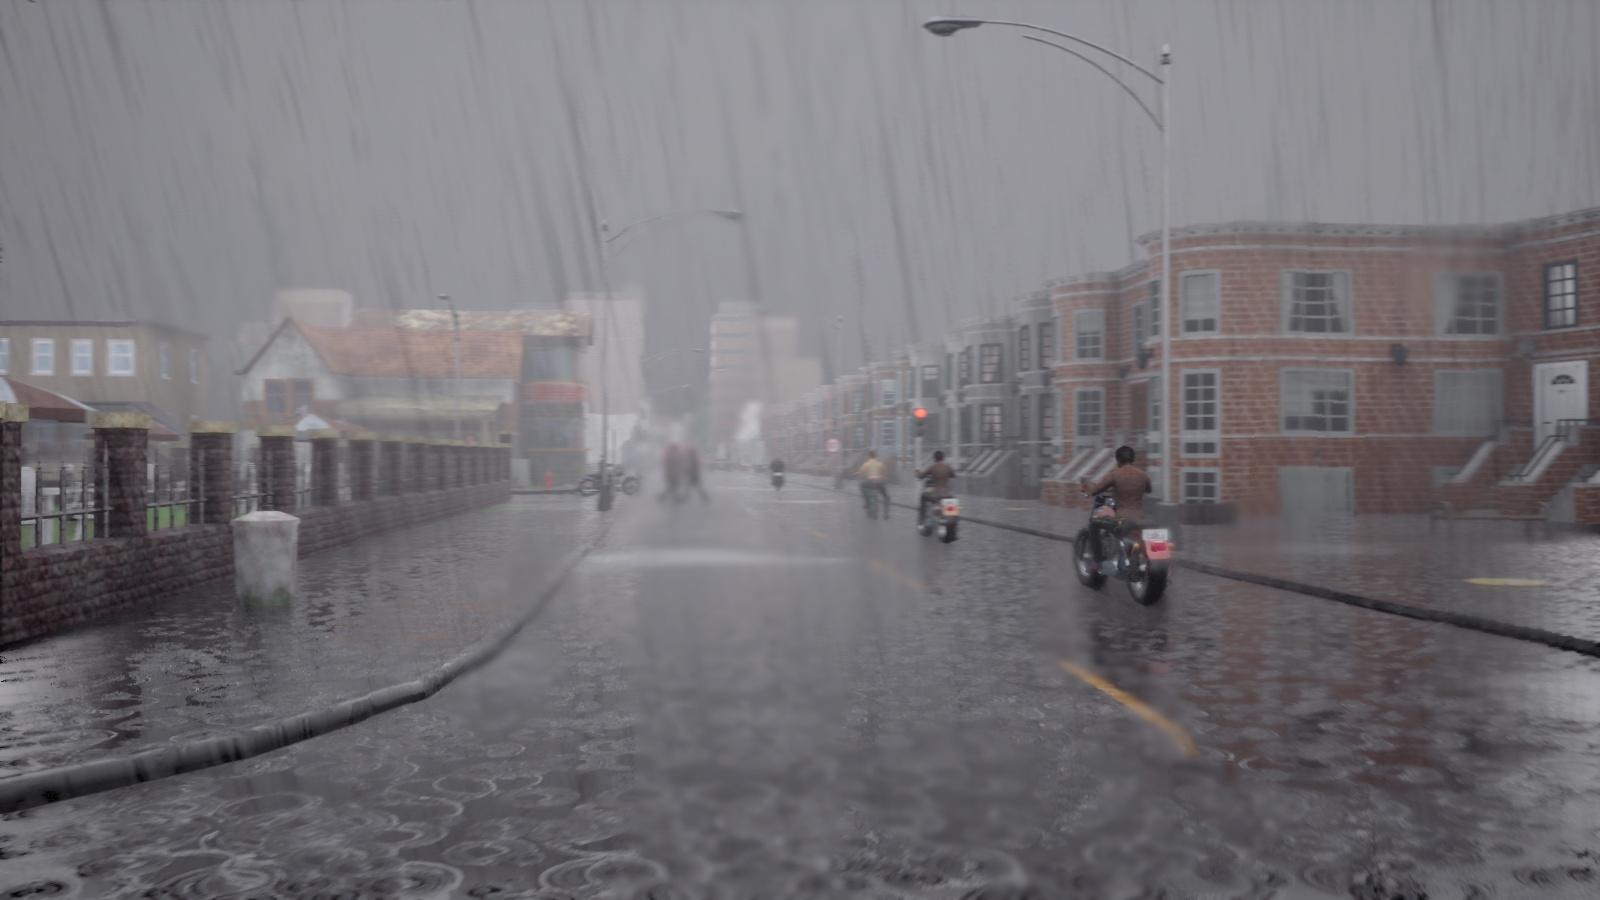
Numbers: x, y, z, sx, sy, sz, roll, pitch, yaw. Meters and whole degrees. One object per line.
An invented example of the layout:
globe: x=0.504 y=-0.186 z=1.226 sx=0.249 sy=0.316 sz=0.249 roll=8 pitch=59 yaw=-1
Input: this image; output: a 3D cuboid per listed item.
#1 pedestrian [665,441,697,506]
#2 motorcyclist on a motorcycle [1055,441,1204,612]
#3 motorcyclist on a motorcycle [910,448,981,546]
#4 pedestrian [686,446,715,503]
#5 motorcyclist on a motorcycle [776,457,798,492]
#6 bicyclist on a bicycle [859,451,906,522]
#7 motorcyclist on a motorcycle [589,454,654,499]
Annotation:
pedestrian: x=-3.620 y=0.694 z=38.123 sx=0.873 sy=1.952 sz=0.659 roll=0 pitch=0 yaw=-14
motorcyclist on a motorcycle: x=3.429 y=0.752 z=13.332 sx=0.766 sy=1.649 sz=2.350 roll=0 pitch=0 yaw=-5
motorcyclist on a motorcycle: x=2.558 y=0.803 z=22.303 sx=0.766 sy=1.649 sz=2.350 roll=0 pitch=0 yaw=-6
pedestrian: x=-3.146 y=0.769 z=39.830 sx=0.869 sy=1.805 sz=0.328 roll=0 pitch=0 yaw=8
motorcyclist on a motorcycle: x=-0.597 y=1.081 z=55.932 sx=0.866 sy=1.530 sz=2.191 roll=-1 pitch=0 yaw=-3
bicyclist on a bicycle: x=1.892 y=0.829 z=29.133 sx=0.866 sy=1.612 sz=1.509 roll=0 pitch=0 yaw=-5
motorcyclist on a motorcycle: x=-6.616 y=0.972 z=46.483 sx=2.350 sy=1.649 sz=0.766 roll=0 pitch=-1 yaw=-12
